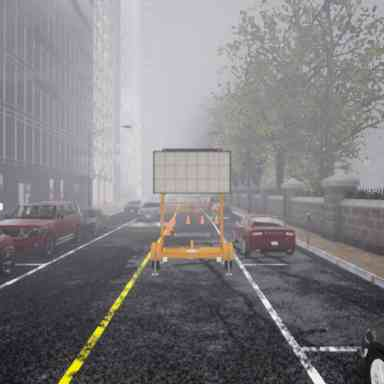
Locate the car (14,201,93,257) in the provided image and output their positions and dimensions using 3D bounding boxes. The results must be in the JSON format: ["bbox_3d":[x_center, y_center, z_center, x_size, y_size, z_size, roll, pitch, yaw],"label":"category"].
[{"bbox_3d":[-5.830,1.308,13.015,2.192,1.841,5.009,0,0,0],"label":"car"}]

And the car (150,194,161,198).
[{"bbox_3d":[-6.606,1.449,57.563,1.802,1.307,4.206,0,0,-2],"label":"car"}]

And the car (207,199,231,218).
[{"bbox_3d":[2.625,1.544,29.727,1.802,1.307,4.206,0,0,-1],"label":"car"}]

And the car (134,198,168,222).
[{"bbox_3d":[-3.149,1.496,26.334,1.812,1.442,4.674,0,0,-1],"label":"car"}]

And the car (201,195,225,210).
[{"bbox_3d":[2.508,1.261,35.292,2.192,1.841,5.009,0,0,-2],"label":"car"}]

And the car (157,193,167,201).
[{"bbox_3d":[-7.187,1.101,79.794,2.192,1.841,5.009,0,0,-2],"label":"car"}]

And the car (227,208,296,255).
[{"bbox_3d":[2.695,1.538,13.069,1.887,1.381,4.507,0,0,0],"label":"car"}]

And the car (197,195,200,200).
[{"bbox_3d":[2.215,1.459,46.408,2.008,1.369,4.403,0,0,-2],"label":"car"}]

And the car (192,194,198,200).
[{"bbox_3d":[1.195,1.317,85.313,2.008,1.369,4.403,0,0,-1],"label":"car"}]

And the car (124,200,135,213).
[{"bbox_3d":[-6.023,1.510,35.323,1.947,1.339,4.313,0,0,-1],"label":"car"}]

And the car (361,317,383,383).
[{"bbox_3d":[2.693,1.550,1.947,2.008,1.369,4.403,0,0,0],"label":"car"}]

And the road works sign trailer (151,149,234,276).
[{"bbox_3d":[0.002,0.460,10.350,2.380,3.560,2.880,0,0,0],"label":"road works sign trailer"}]

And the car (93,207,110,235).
[{"bbox_3d":[-5.829,1.551,18.577,1.947,1.339,4.313,0,0,0],"label":"car"}]

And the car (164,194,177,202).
[{"bbox_3d":[-4.053,1.427,68.083,1.895,1.301,4.718,0,0,-1],"label":"car"}]

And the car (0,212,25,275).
[{"bbox_3d":[-5.832,1.438,7.457,1.967,1.590,4.097,0,0,0],"label":"car"}]
